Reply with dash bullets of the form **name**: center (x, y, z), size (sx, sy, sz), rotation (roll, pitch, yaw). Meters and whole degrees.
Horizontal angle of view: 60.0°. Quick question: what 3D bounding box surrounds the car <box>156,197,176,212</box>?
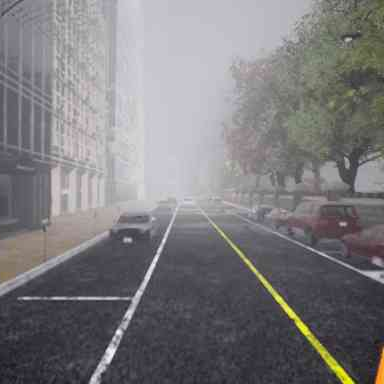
- **car**: center (-3.141, 1.578, 37.818), size (1.802, 1.307, 4.206), rotation (1, 0, -1)

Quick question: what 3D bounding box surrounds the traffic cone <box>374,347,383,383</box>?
- **traffic cone**: center (2.086, 1.969, 3.588), size (0.340, 0.580, 0.340), rotation (0, 0, 0)

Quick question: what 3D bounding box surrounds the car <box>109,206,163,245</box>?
- **car**: center (-2.627, 1.568, 15.576), size (1.947, 1.339, 4.313), rotation (1, 0, -1)

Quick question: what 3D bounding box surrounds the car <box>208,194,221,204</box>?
- **car**: center (4.746, 1.570, 65.544), size (2.008, 1.369, 4.403), rotation (1, 0, -1)

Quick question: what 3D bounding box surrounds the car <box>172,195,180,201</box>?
- **car**: center (-4.297, 1.526, 87.847), size (1.947, 1.339, 4.313), rotation (1, 0, -1)

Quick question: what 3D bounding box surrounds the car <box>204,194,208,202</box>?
- **car**: center (4.490, 1.450, 76.662), size (1.967, 1.590, 4.097), rotation (1, 0, -1)

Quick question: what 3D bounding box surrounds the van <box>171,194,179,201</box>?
- **van**: center (-4.166, 1.309, 82.288), size (1.690, 1.788, 3.998), rotation (1, 0, -1)

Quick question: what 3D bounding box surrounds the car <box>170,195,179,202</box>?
- **car**: center (-4.040, 1.525, 76.728), size (2.008, 1.369, 4.403), rotation (1, 0, -1)

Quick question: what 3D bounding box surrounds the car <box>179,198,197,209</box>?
- **car**: center (-0.493, 1.530, 45.752), size (1.812, 1.442, 4.674), rotation (0, 0, -1)

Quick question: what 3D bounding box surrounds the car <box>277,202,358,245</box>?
- **car**: center (5.905, 1.353, 15.519), size (2.192, 1.841, 5.009), rotation (1, 0, -1)

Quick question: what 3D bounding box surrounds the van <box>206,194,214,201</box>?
- **van**: center (4.363, 1.345, 82.219), size (1.690, 1.788, 3.998), rotation (1, 0, -1)

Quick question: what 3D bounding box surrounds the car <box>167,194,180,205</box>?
- **car**: center (-3.652, 1.301, 60.051), size (2.192, 1.841, 5.009), rotation (1, 0, -1)

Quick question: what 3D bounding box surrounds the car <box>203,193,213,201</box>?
- **car**: center (4.235, 1.311, 87.778), size (2.192, 1.841, 5.009), rotation (1, 0, -1)

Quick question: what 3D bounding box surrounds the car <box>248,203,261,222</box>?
- **car**: center (5.645, 1.586, 26.636), size (2.008, 1.369, 4.403), rotation (1, 0, -1)

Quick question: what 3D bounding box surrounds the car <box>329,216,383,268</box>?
- **car**: center (6.004, 1.618, 9.953), size (1.802, 1.307, 4.206), rotation (1, 0, -1)

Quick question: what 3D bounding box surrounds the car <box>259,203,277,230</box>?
- **car**: center (5.773, 1.619, 21.078), size (1.802, 1.307, 4.206), rotation (1, 0, -1)
